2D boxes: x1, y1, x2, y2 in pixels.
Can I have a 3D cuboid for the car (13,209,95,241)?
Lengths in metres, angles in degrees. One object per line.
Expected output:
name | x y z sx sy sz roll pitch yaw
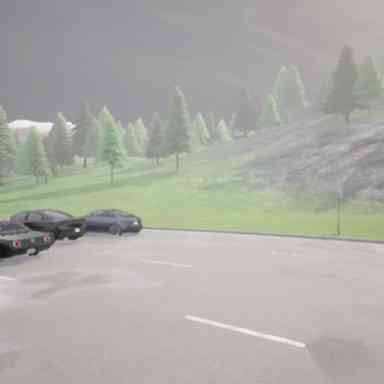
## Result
car | -7.336 1.536 15.599 5.008 1.535 1.882 0 0 22

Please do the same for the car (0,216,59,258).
car | -7.305 1.653 11.692 4.718 1.301 1.895 0 0 22

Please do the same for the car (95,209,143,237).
car | -4.820 1.617 18.333 4.181 1.385 1.994 0 0 23
